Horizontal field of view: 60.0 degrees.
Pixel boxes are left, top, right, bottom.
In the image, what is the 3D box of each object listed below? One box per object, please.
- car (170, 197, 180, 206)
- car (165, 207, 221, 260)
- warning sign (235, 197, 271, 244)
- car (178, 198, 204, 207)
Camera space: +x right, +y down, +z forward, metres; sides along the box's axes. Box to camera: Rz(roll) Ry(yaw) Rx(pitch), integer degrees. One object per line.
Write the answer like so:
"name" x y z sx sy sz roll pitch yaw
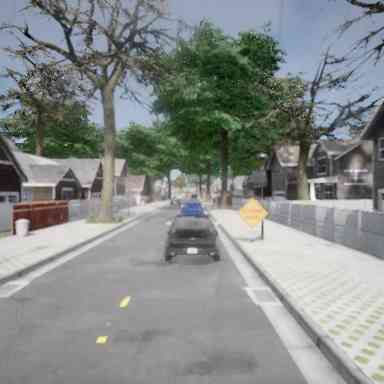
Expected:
"car" -2.835 1.708 58.362 2.128 1.511 4.902 0 0 0
"car" 0.034 1.548 12.614 1.837 1.490 4.892 0 0 1
"warning sign" 2.515 1.161 13.868 1.300 1.860 1.060 0 0 0
"car" 0.033 1.577 28.821 1.882 1.535 5.008 0 0 0
